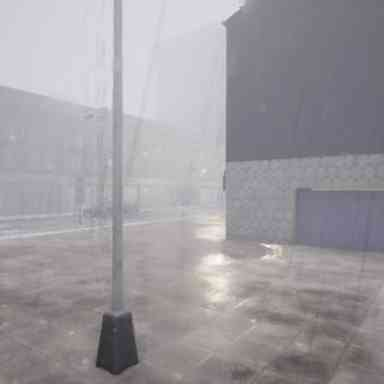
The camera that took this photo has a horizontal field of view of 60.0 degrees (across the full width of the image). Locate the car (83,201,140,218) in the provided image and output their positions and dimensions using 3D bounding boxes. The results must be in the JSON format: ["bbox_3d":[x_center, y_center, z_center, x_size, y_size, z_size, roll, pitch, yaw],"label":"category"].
[{"bbox_3d":[-7.064,1.486,29.933,2.033,1.411,5.357,0,0,35],"label":"car"}]
